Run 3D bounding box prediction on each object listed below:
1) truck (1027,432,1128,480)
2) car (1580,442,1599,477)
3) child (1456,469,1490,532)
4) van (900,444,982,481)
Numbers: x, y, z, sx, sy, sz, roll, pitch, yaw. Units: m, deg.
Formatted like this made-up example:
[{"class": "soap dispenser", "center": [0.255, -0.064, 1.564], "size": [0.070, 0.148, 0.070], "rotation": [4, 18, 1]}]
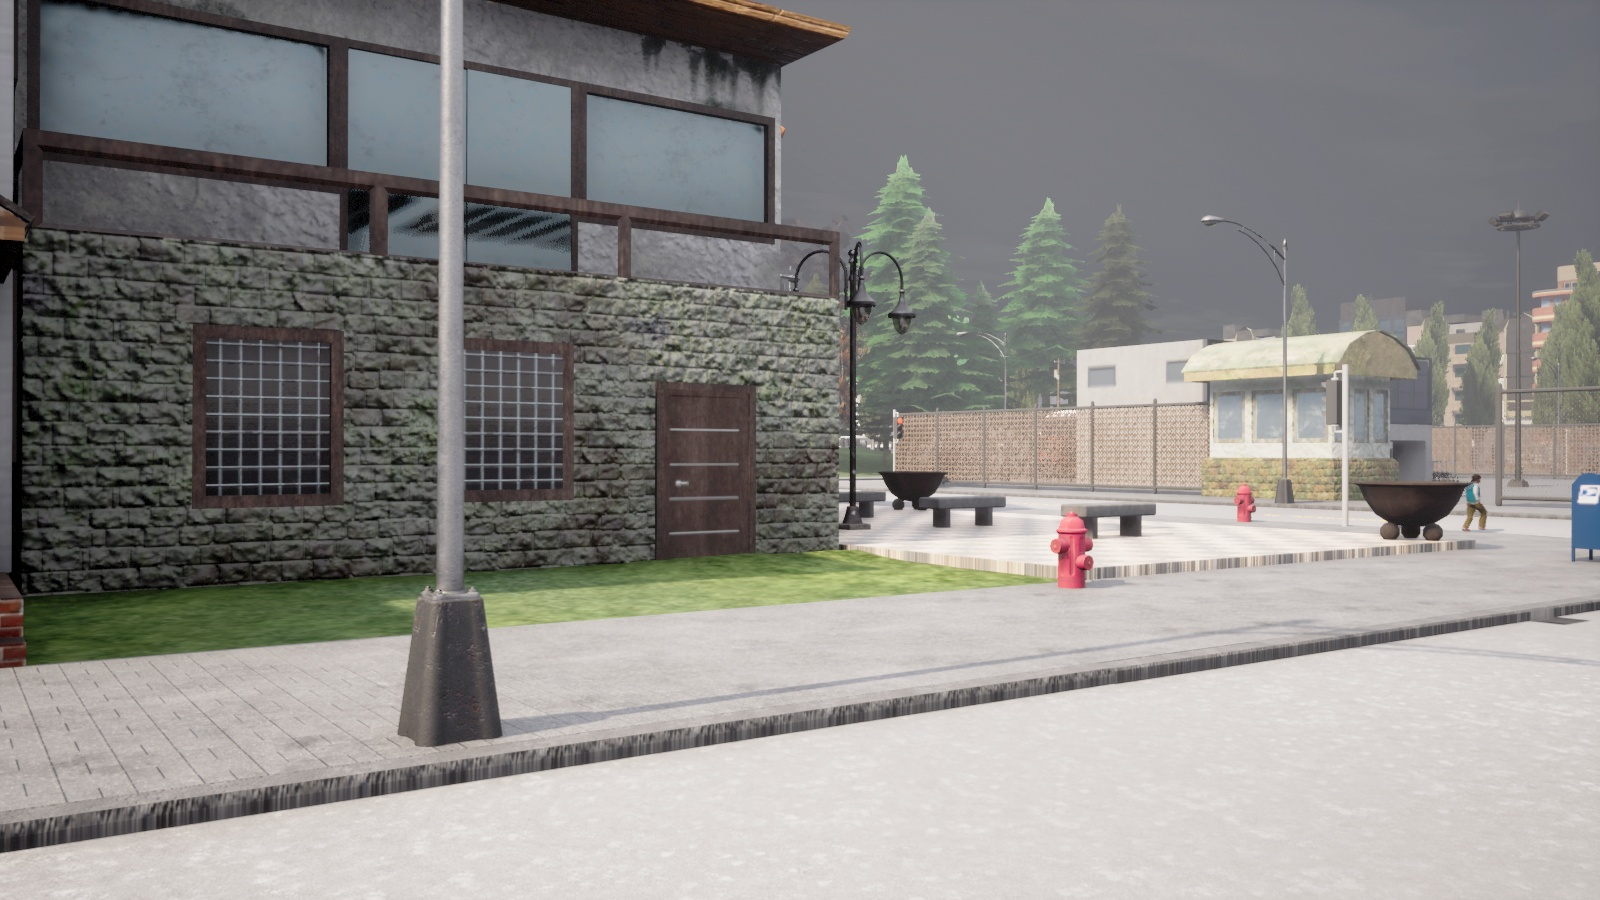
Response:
[{"class": "truck", "center": [15.567, 0.382, 70.300], "size": [5.204, 2.467, 2.627], "rotation": [3, -2, -35]}, {"class": "car", "center": [49.199, 0.565, 73.553], "size": [2.150, 2.045, 5.566], "rotation": [0, 0, -34]}, {"class": "child", "center": [12.859, 0.955, 23.995], "size": [0.448, 1.192, 0.343], "rotation": [0, 0, -16]}, {"class": "van", "center": [7.846, 0.668, 69.807], "size": [4.442, 1.987, 1.775], "rotation": [0, 0, -35]}]
